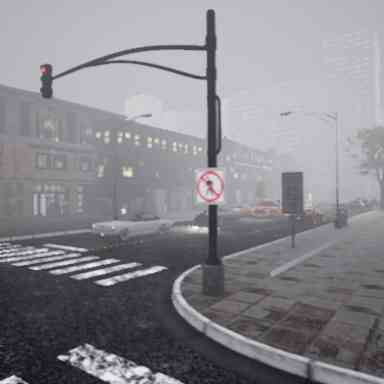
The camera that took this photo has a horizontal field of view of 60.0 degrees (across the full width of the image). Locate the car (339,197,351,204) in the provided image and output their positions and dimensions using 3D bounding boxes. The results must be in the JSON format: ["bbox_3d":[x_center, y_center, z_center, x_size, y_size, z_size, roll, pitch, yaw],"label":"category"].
[{"bbox_3d":[36.851,2.101,79.987,1.967,1.590,4.097,-1,-1,35],"label":"car"}]

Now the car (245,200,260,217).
[{"bbox_3d":[4.995,1.875,34.625,1.752,1.417,4.829,-1,-1,35],"label":"car"}]

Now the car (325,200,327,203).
[{"bbox_3d":[24.149,2.081,61.898,2.008,1.369,4.403,-1,-1,35],"label":"car"}]

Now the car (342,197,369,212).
[{"bbox_3d":[21.478,1.774,43.517,1.967,1.590,4.097,-1,-1,35],"label":"car"}]

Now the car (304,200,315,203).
[{"bbox_3d":[13.704,1.854,42.438,1.882,1.535,5.008,-1,-1,36],"label":"car"}]

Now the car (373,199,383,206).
[{"bbox_3d":[37.359,2.073,66.125,1.802,1.307,4.206,-1,-1,35],"label":"car"}]

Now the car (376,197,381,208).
[{"bbox_3d":[31.005,1.742,57.086,2.192,1.841,5.009,-1,-1,35],"label":"car"}]

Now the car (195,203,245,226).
[{"bbox_3d":[2.028,1.839,25.872,1.994,1.385,4.181,-1,-1,36],"label":"car"}]

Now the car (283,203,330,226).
[{"bbox_3d":[8.819,1.764,25.399,1.887,1.381,4.507,-1,-1,35],"label":"car"}]

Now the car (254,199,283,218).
[{"bbox_3d":[7.833,1.676,34.138,2.097,1.767,4.553,-1,-1,35],"label":"car"}]

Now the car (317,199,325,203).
[{"bbox_3d":[20.973,2.050,57.375,2.008,1.369,4.403,-1,-1,35],"label":"car"}]

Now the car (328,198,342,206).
[{"bbox_3d":[30.499,2.034,70.942,1.967,1.590,4.097,-1,-1,35],"label":"car"}]

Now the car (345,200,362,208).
[{"bbox_3d":[27.415,2.045,56.463,1.895,1.301,4.718,-1,-1,35],"label":"car"}]

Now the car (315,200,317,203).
[{"bbox_3d":[17.797,2.019,52.853,2.008,1.369,4.403,-1,-1,35],"label":"car"}]

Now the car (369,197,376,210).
[{"bbox_3d":[24.653,1.680,48.041,2.192,1.841,5.009,-1,-1,35],"label":"car"}]

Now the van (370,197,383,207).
[{"bbox_3d":[34.181,1.800,61.607,1.690,1.788,3.998,-1,-1,35],"label":"van"}]

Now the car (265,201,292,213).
[{"bbox_3d":[11.445,1.958,43.809,2.008,1.369,4.403,-1,-1,35],"label":"car"}]

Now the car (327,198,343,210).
[{"bbox_3d":[21.626,1.879,48.224,2.128,1.511,4.902,-1,-1,35],"label":"car"}]

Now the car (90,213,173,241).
[{"bbox_3d":[-3.222,1.834,18.412,1.895,1.301,4.718,-1,-1,35],"label":"car"}]

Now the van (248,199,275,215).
[{"bbox_3d":[8.267,1.720,39.289,1.690,1.788,3.998,-1,-1,35],"label":"van"}]
